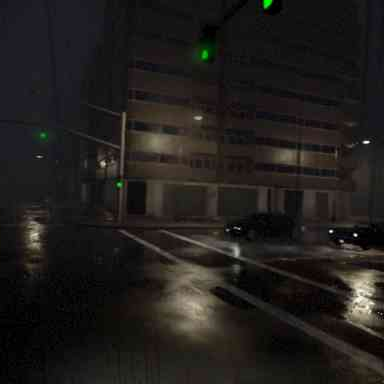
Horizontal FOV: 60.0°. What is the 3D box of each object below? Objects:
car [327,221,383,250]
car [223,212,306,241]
[{"bbox_3d":[9.342,2.184,17.181,4.718,1.301,1.895,3,-1,-24],"label":"car"},{"bbox_3d":[4.105,1.890,18.672,4.892,1.490,1.837,3,-1,-24],"label":"car"}]
